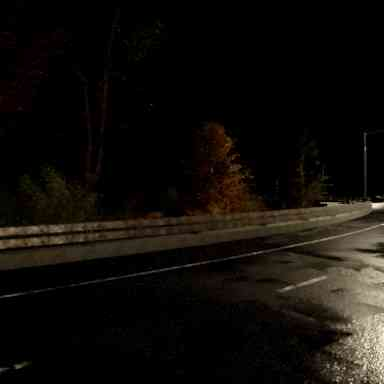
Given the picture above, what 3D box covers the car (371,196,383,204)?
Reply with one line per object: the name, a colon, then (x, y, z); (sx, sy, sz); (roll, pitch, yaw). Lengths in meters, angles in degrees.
car: (37.575, 1.575, 66.839); (2.128, 1.511, 4.902); (0, 0, 11)
